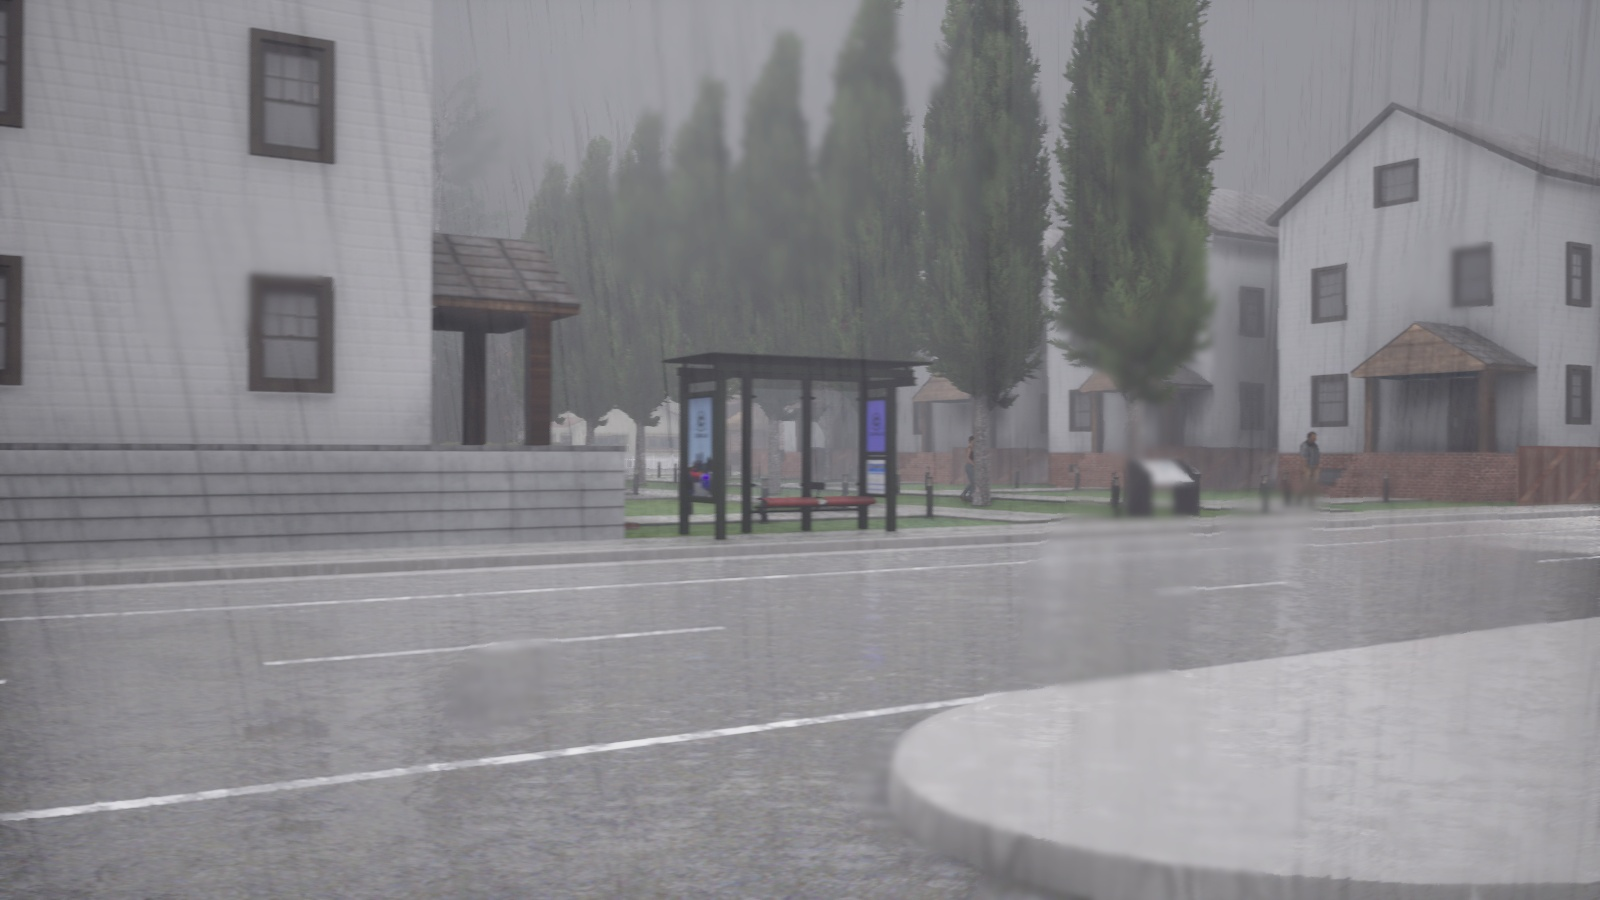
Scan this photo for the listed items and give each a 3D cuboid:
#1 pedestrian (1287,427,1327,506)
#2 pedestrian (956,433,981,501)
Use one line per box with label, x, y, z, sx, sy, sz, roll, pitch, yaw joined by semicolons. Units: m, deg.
pedestrian;11.968;0.386;29.642;0.540;1.848;0.694;0;0;-22
pedestrian;4.556;0.460;33.952;0.594;1.836;0.345;0;0;22
